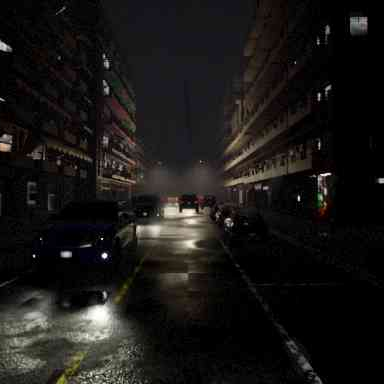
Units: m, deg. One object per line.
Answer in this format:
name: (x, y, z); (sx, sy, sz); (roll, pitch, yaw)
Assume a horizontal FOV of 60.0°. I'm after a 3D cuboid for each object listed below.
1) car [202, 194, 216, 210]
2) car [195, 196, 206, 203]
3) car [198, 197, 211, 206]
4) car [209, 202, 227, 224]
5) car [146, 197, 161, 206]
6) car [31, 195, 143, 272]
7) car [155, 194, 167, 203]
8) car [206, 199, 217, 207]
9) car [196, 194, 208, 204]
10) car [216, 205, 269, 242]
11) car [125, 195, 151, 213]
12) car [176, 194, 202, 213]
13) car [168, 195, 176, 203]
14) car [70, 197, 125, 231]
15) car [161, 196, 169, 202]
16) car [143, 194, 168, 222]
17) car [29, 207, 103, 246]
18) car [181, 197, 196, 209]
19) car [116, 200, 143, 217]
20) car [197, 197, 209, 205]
car: (2.170, 1.345, 44.019); (2.192, 1.841, 5.009); (1, 0, -1)
car: (1.815, 1.608, 71.856); (2.008, 1.369, 4.403); (1, 0, -1)
car: (2.027, 1.591, 55.153); (2.008, 1.369, 4.403); (1, 0, -1)
car: (2.449, 1.564, 21.748); (2.008, 1.369, 4.403); (1, 0, -1)
car: (-6.354, 1.607, 55.081); (1.947, 1.339, 4.313); (1, 0, -1)
car: (-3.218, 1.228, 11.186); (2.150, 2.045, 5.566); (0, 0, -1)
car: (-6.561, 1.372, 71.783); (2.192, 1.841, 5.009); (1, 0, -1)
car: (2.377, 1.542, 27.486); (1.752, 1.417, 4.829); (1, 0, -1)
car: (1.888, 1.366, 66.288); (2.192, 1.841, 5.009); (1, 0, -1)
car: (2.519, 1.560, 16.181); (2.008, 1.369, 4.403); (1, 0, -1)
car: (-6.139, 1.341, 38.379); (2.192, 1.841, 5.009); (1, 0, -1)
car: (-0.351, 1.247, 37.755); (2.150, 2.045, 5.566); (0, 0, -1)
car: (-3.850, 1.407, 69.095); (2.097, 1.767, 4.553); (0, 0, -1)
car: (-5.928, 1.328, 21.677); (2.192, 1.841, 5.009); (1, 0, -1)
car: (-6.706, 1.651, 82.918); (1.802, 1.307, 4.206); (1, 0, -1)
car: (-3.416, 1.239, 26.710); (2.150, 2.045, 5.566); (0, 0, -1)
car: (-5.861, 1.554, 16.109); (1.887, 1.381, 4.507); (1, 0, -1)
car: (-0.484, 1.526, 48.239); (2.128, 1.511, 4.902); (0, 0, -1)
car: (-6.070, 1.547, 32.641); (1.752, 1.417, 4.829); (1, 0, -1)
car: (1.956, 1.591, 60.720); (1.887, 1.381, 4.507); (1, 0, -1)
